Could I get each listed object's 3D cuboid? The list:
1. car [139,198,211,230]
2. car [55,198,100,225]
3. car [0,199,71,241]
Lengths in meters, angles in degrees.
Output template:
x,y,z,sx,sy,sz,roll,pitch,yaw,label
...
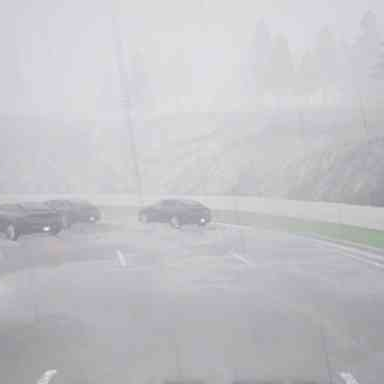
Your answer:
x,y,z,sx,sy,sz,roll,pitch,yaw,label
-1.069,1.090,18.126,1.837,1.490,4.892,1,0,-41,car
-7.269,1.087,18.430,4.892,1.490,1.837,1,1,30,car
-7.680,1.170,14.749,4.892,1.490,1.837,1,-1,39,car
